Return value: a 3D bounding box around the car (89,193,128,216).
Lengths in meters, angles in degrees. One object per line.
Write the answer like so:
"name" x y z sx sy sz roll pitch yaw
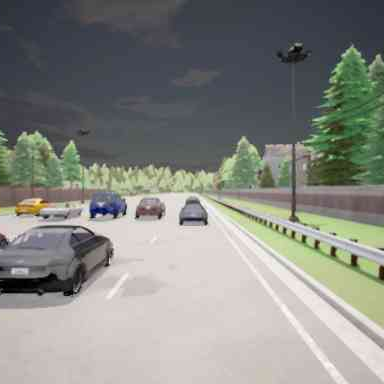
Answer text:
"car" -6.893 1.097 27.830 2.150 2.045 5.566 0 0 0

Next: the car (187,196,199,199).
"car" 0.110 1.317 41.739 1.837 1.490 4.892 0 0 0

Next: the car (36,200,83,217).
"car" -10.395 1.480 26.907 1.895 1.301 4.718 0 0 0

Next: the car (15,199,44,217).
"car" -13.893 1.344 29.863 1.882 1.535 5.008 0 0 0

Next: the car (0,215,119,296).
"car" -3.396 1.525 8.572 1.994 1.385 4.181 0 0 0

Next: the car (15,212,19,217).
"car" -6.911 1.485 9.040 1.812 1.442 4.674 0 0 0

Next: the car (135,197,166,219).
"car" -3.393 1.227 27.899 2.097 1.767 4.553 0 0 0

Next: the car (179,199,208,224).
"car" 0.106 1.457 23.817 1.994 1.385 4.181 0 0 0
